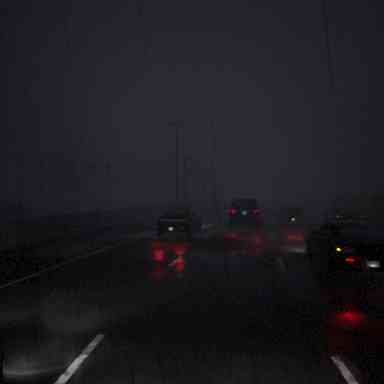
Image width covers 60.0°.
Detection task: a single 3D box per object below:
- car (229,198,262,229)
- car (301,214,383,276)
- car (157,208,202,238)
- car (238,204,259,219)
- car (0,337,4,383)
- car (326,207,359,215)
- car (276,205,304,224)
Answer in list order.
[{"bbox_3d":[3.901,1.481,24.210,2.150,2.045,5.566,0,-1,11],"label":"car"},{"bbox_3d":[4.877,1.646,10.545,1.812,1.442,4.674,0,-1,9],"label":"car"},{"bbox_3d":[-0.615,1.691,19.322,2.128,1.511,4.902,0,-1,11],"label":"car"},{"bbox_3d":[5.812,1.927,33.814,1.994,1.385,4.181,0,-1,11],"label":"car"},{"bbox_3d":[-3.136,1.365,1.768,2.097,1.767,4.553,0,-1,2],"label":"car"},{"bbox_3d":[11.137,1.804,24.716,1.812,1.442,4.674,0,0,11],"label":"car"},{"bbox_3d":[8.094,1.807,27.358,1.837,1.490,4.892,0,0,11],"label":"car"}]
